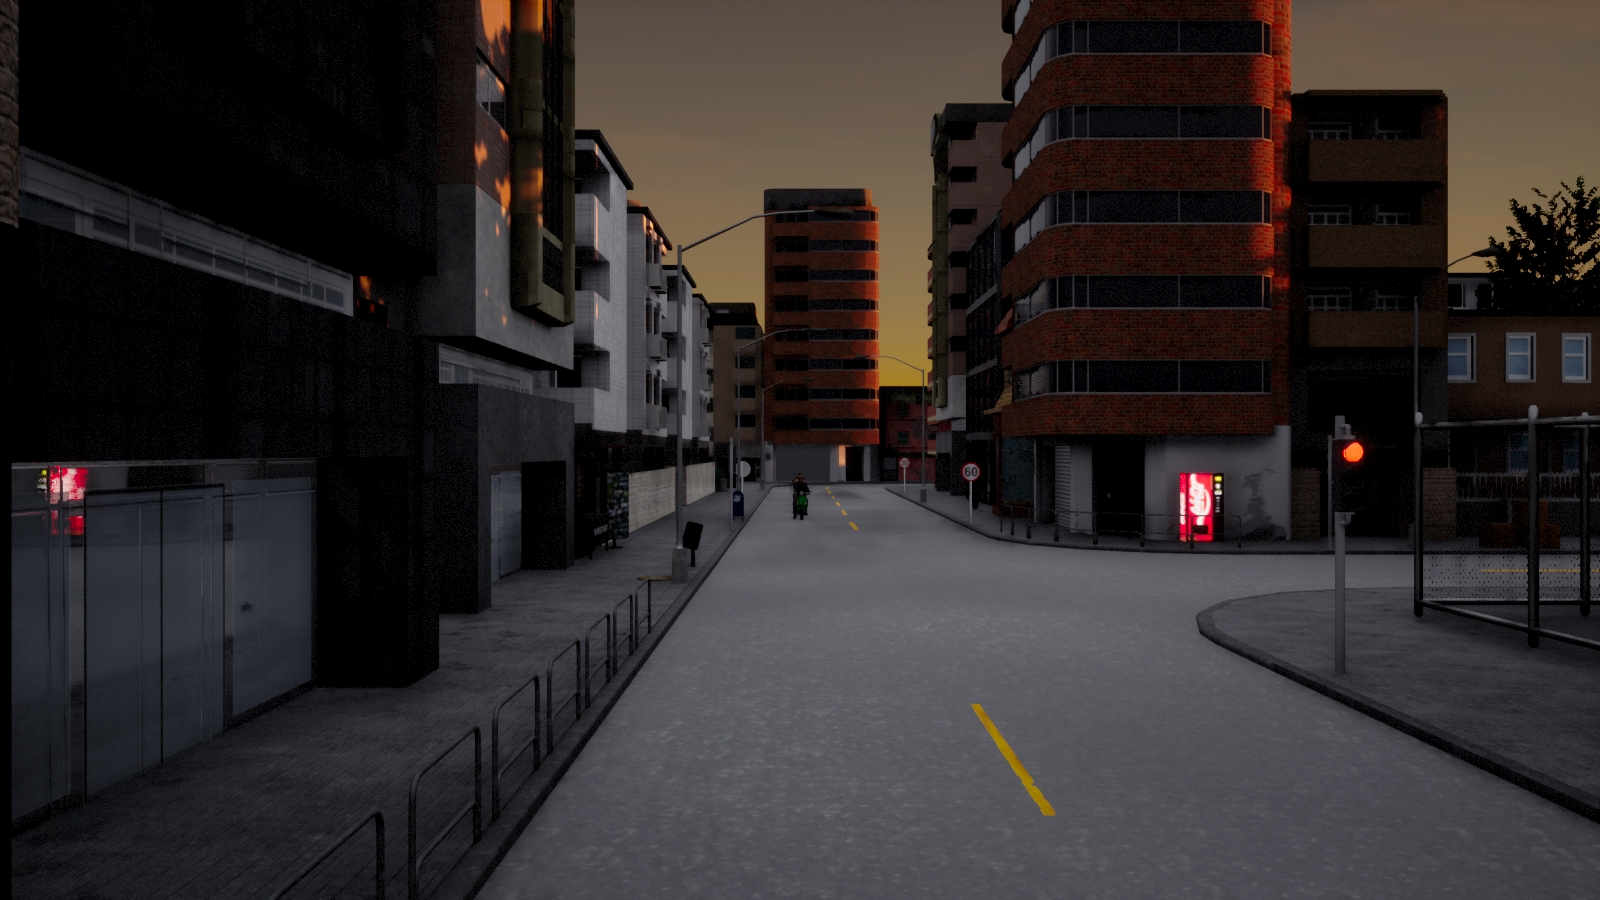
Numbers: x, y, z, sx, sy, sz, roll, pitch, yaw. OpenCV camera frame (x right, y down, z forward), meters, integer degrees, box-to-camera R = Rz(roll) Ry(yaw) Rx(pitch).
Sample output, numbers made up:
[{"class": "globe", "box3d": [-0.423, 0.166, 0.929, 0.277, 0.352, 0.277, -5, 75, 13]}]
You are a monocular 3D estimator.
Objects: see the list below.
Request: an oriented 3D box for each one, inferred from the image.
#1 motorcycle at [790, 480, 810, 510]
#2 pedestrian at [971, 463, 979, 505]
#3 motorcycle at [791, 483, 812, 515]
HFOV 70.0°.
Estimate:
[{"class": "motorcycle", "box3d": [0.019, 1.970, 50.389, 0.856, 1.236, 1.805, 0, 0, 0]}, {"class": "pedestrian", "box3d": [7.929, 1.533, 51.687, 0.375, 1.860, 0.375, 0, 0, 9]}, {"class": "motorcycle", "box3d": [0.063, 1.970, 46.521, 0.856, 1.236, 1.805, 0, 0, 0]}]
